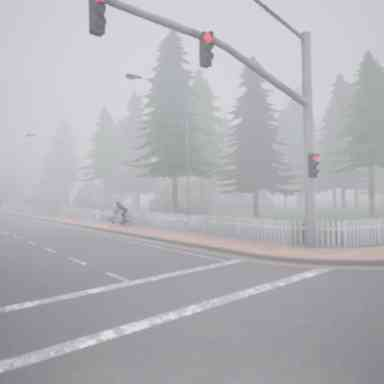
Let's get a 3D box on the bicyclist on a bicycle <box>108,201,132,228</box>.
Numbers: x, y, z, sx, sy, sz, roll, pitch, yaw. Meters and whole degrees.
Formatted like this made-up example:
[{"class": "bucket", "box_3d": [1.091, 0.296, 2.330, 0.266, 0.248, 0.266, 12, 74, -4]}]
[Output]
[{"class": "bicyclist on a bicycle", "box_3d": [-4.520, 1.415, 20.945, 1.656, 1.620, 0.582, -2, 0, -39]}]
